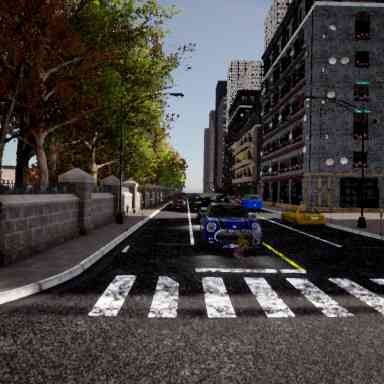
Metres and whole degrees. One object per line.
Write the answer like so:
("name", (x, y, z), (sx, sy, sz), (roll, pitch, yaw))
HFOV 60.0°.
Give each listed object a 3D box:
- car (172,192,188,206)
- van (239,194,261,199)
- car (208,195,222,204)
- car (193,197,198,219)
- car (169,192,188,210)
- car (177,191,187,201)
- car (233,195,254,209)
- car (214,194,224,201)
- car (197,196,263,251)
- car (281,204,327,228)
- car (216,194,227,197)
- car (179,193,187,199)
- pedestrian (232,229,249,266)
("car", (-1.739, 0.952, 48.999), (2.192, 1.841, 5.009), (1, 0, -1))
("van", (6.824, 1.192, 38.067), (1.690, 1.788, 3.998), (1, 0, -1))
("car", (3.912, 1.301, 56.752), (1.895, 1.301, 4.718), (1, 0, -1))
("car", (1.266, 1.353, 23.595), (1.812, 1.442, 4.674), (1, 0, -1))
("car", (-1.556, 1.138, 37.924), (1.967, 1.590, 4.097), (1, 0, -1))
("car", (-2.110, 0.832, 71.150), (2.192, 1.841, 5.009), (1, 0, -1))
("car", (6.729, 1.260, 43.606), (1.967, 1.590, 4.097), (1, 0, -1))
("car", (6.169, 1.191, 76.833), (2.008, 1.369, 4.403), (1, 0, -1))
("car", (1.439, 1.238, 13.553), (2.097, 1.767, 4.553), (1, 0, -1))
("car", (7.094, 1.470, 21.624), (1.752, 1.417, 4.829), (1, 0, -1))
("car", (4.082, 1.107, 46.709), (2.097, 1.767, 4.553), (1, 0, 0))
("car", (-2.394, 0.997, 87.765), (1.947, 1.339, 4.313), (1, 0, -1))
("pedestrian", (1.439, 1.581, 9.615), (0.500, 1.100, 0.500), (1, 0, -1))
